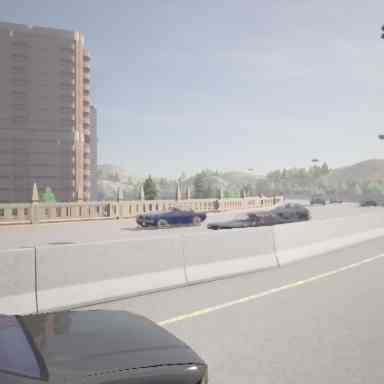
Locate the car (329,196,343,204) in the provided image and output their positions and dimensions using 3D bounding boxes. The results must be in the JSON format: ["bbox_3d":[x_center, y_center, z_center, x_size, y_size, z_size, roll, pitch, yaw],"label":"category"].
[{"bbox_3d":[26.638,1.493,61.518,2.128,1.511,4.902,0,0,16],"label":"car"}]

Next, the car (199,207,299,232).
[{"bbox_3d":[2.812,1.601,15.615,4.718,1.301,1.895,0,0,-43],"label":"car"}]

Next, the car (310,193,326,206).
[{"bbox_3d":[20.807,1.220,54.884,2.150,2.045,5.566,0,0,20],"label":"car"}]

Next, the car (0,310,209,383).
[{"bbox_3d":[-2.388,1.547,2.148,5.357,1.411,2.033,0,0,-35],"label":"car"}]

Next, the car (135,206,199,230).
[{"bbox_3d":[-1.263,1.601,21.347,4.718,1.301,1.895,0,0,-44],"label":"car"}]

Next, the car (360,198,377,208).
[{"bbox_3d":[25.943,1.599,48.837,1.895,1.301,4.718,0,0,22],"label":"car"}]

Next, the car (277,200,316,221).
[{"bbox_3d":[7.546,1.564,25.585,1.994,1.385,4.181,0,0,40],"label":"car"}]
